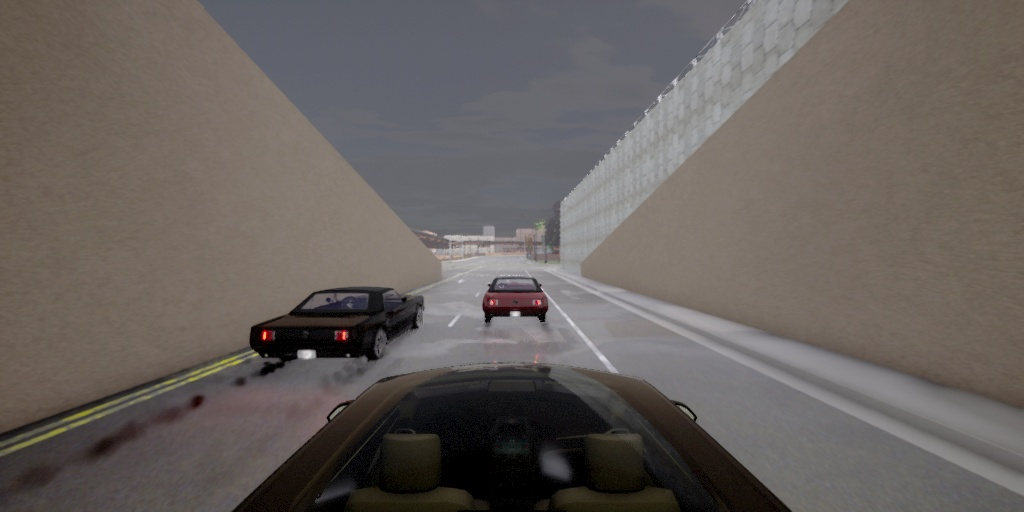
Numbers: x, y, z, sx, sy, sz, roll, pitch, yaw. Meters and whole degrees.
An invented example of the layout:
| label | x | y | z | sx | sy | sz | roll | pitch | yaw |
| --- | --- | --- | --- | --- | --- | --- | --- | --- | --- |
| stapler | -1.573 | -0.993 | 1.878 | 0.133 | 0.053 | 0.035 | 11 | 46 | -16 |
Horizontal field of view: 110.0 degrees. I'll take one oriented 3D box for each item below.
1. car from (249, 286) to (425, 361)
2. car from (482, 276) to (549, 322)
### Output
| label | x | y | z | sx | sy | sz | roll | pitch | yaw |
| --- | --- | --- | --- | --- | --- | --- | --- | --- | --- |
| car | -3.398 | 1.338 | 8.170 | 1.895 | 1.301 | 4.718 | 0 | 0 | 0 |
| car | 0.099 | 1.330 | 12.247 | 1.895 | 1.301 | 4.718 | 0 | 0 | 0 |
